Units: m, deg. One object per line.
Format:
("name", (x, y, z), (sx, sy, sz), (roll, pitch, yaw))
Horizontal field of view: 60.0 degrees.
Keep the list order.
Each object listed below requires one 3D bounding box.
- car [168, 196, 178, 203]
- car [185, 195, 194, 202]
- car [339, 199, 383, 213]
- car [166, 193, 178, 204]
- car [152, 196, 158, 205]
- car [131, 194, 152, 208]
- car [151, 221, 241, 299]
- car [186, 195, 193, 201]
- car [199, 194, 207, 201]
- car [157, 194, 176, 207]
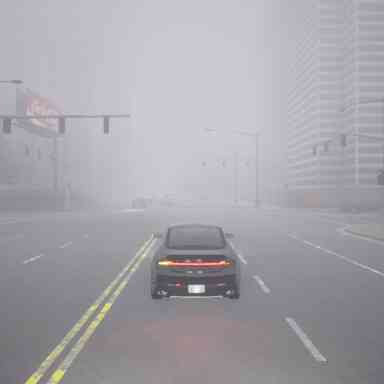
("car", (-3.983, 1.595, 71.324), (1.895, 1.301, 4.718), (0, 0, 0))
("car", (-0.505, 1.595, 74.701), (1.895, 1.301, 4.718), (0, 0, 0))
("car", (18.438, 1.478, 35.660), (5.008, 1.535, 1.882), (0, 0, -1))
("car", (-3.977, 1.221, 61.278), (2.150, 2.045, 5.566), (0, 0, 0))
("car", (-7.466, 1.601, 56.985), (1.895, 1.301, 4.718), (0, 0, 0))
("car", (-7.424, 1.491, 47.721), (2.128, 1.511, 4.902), (0, 0, 0))
("car", (0.054, 1.505, 8.443), (1.837, 1.490, 4.892), (0, 0, -1))
("car", (-0.602, 1.524, 88.664), (1.812, 1.442, 4.674), (0, 0, 0))
("car", (2.897, 1.355, 88.700), (2.097, 1.767, 4.553), (0, 0, 0))
("car", (-3.927, 1.526, 51.699), (1.812, 1.442, 4.674), (0, 0, 0))
